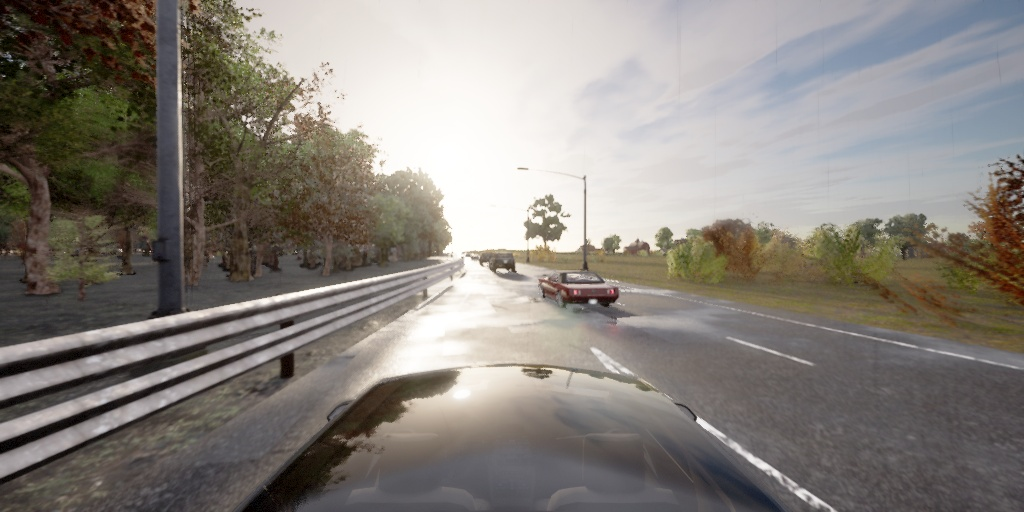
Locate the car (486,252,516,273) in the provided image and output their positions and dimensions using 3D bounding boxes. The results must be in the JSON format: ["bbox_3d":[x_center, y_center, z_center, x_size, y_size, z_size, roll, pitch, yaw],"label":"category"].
[{"bbox_3d":[-1.018,0.610,35.992,2.150,2.045,5.566,0,1,-9],"label":"car"}]

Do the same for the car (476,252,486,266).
[{"bbox_3d":[-3.740,0.395,53.207,2.150,2.045,5.566,0,1,-9],"label":"car"}]

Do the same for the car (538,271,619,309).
[{"bbox_3d":[2.401,1.232,14.353,1.895,1.301,4.718,0,1,-9],"label":"car"}]
